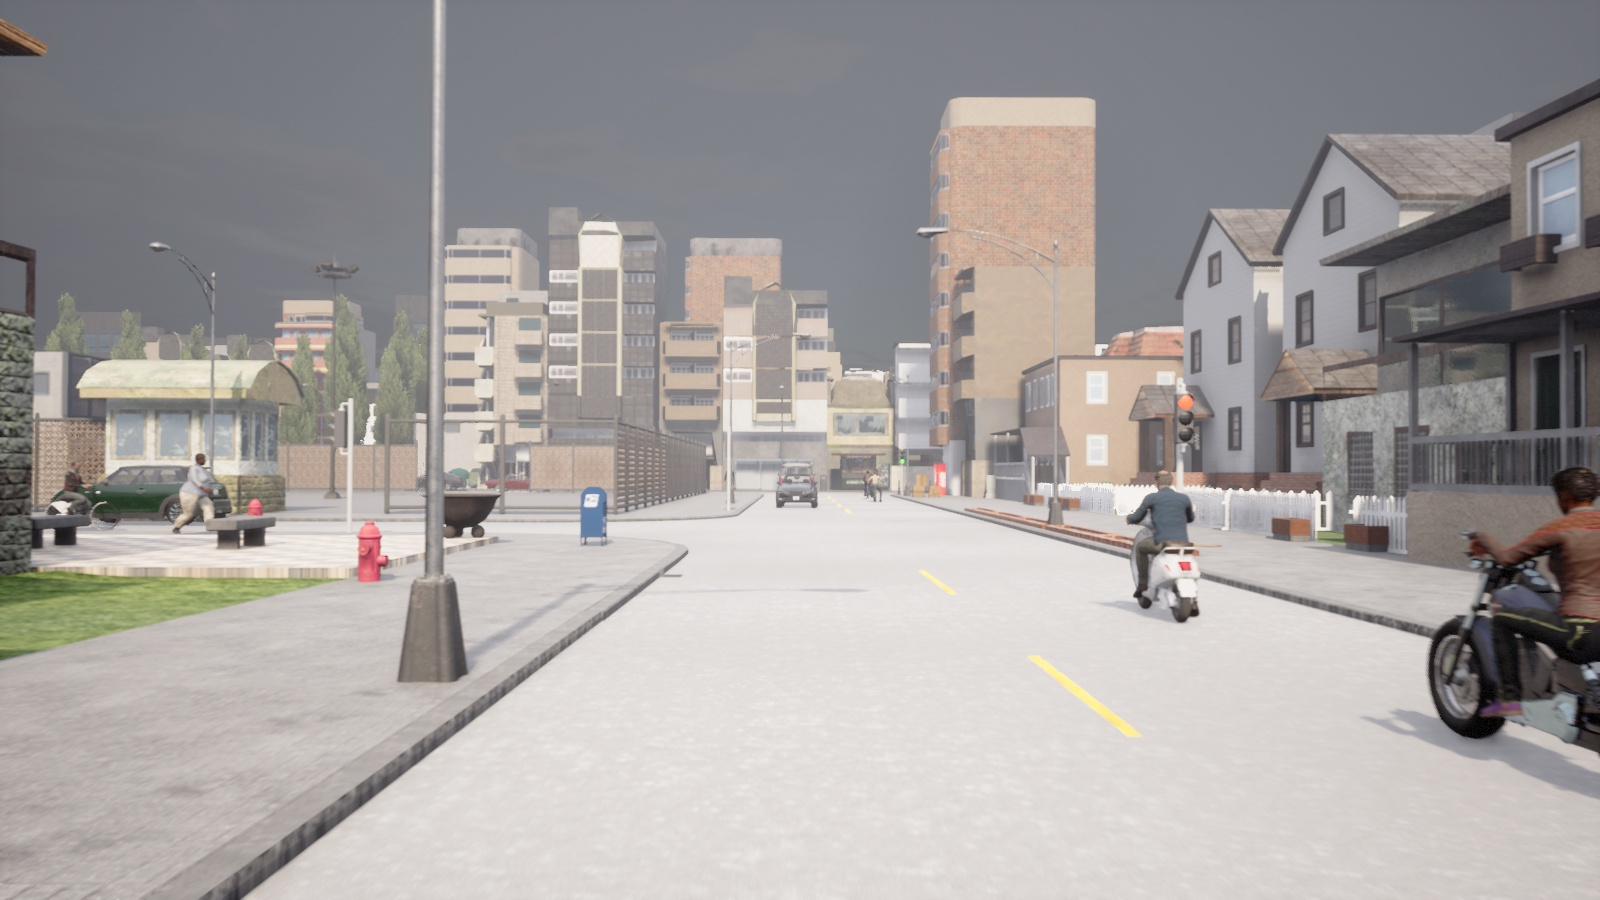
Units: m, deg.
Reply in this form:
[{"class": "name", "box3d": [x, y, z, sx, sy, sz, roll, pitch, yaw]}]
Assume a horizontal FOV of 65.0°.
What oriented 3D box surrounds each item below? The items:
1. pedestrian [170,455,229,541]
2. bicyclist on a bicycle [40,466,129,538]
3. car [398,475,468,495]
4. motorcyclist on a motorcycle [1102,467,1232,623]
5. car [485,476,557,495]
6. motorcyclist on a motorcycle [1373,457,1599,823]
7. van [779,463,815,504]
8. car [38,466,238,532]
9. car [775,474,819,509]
[{"class": "pedestrian", "box3d": [-13.102, 1.035, 27.424, 0.900, 1.855, 0.874, 0, -1, -6]}, {"class": "bicyclist on a bicycle", "box3d": [-17.949, 1.303, 31.525, 1.843, 1.776, 0.659, 0, -1, 0]}, {"class": "car", "box3d": [-27.160, 2.559, 93.056, 4.674, 1.442, 1.812, 0, -1, 0]}, {"class": "motorcyclist on a motorcycle", "box3d": [3.976, 0.991, 13.760, 0.866, 1.590, 1.817, 0, -1, 0]}, {"class": "car", "box3d": [-19.765, 2.535, 89.082, 4.718, 1.301, 1.895, 0, -1, 0]}, {"class": "motorcyclist on a motorcycle", "box3d": [3.982, 0.865, 6.692, 0.766, 1.649, 2.350, 0, -1, 0]}, {"class": "van", "box3d": [-0.146, 1.671, 63.773, 1.775, 1.987, 4.442, 0, -1, 0]}, {"class": "car", "box3d": [-18.647, 1.363, 35.510, 4.553, 1.767, 2.097, 0, -1, 1]}, {"class": "car", "box3d": [-0.092, 1.782, 55.104, 1.816, 1.474, 4.193, 0, -1, 1]}]
